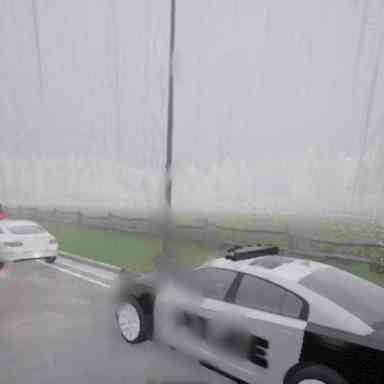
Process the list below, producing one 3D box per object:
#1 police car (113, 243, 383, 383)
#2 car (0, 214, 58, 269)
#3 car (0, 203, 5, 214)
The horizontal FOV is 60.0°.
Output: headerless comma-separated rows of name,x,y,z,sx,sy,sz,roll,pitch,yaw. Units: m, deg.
police car,0.732,1.587,4.819,5.238,1.638,1.930,0,-2,44
car,-6.348,1.698,11.724,4.674,1.442,1.812,0,-2,44
car,-10.656,1.402,15.944,5.566,2.045,2.150,0,-2,44
